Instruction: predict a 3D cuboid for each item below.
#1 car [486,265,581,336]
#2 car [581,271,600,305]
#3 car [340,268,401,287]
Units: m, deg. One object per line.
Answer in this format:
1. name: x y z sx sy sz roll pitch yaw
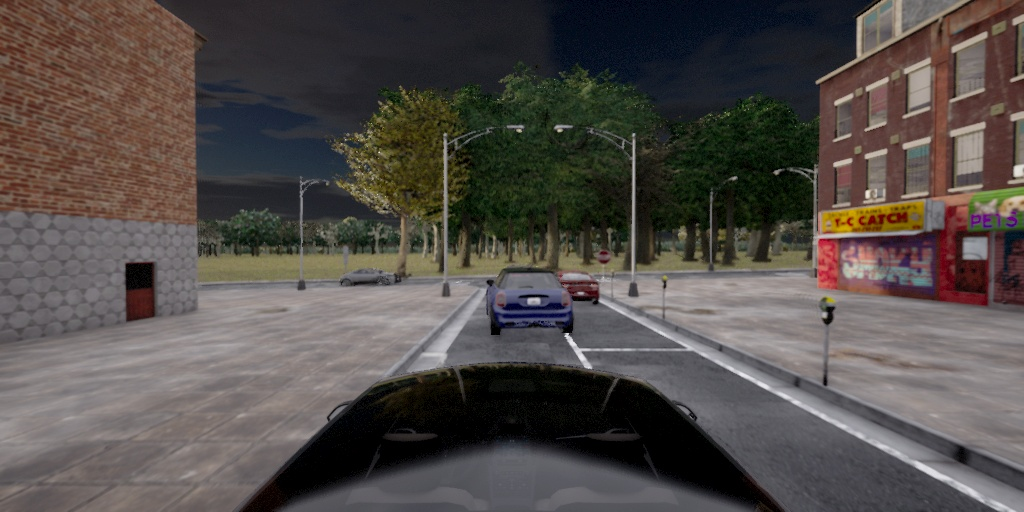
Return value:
1. car: 0.331 1.103 10.669 2.097 1.767 4.553 0 0 -5
2. car: 2.639 1.297 15.907 1.888 1.381 4.507 0 0 0
3. car: -10.338 1.556 26.350 4.181 1.385 1.994 -1 1 0
